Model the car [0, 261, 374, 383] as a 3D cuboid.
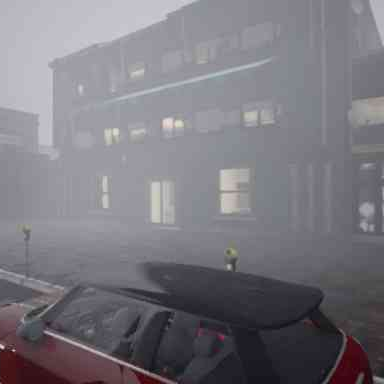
[{"bbox_3d":[-0.529,1.434,3.264,4.097,1.590,1.967,0,-1,35],"label":"car"}]
